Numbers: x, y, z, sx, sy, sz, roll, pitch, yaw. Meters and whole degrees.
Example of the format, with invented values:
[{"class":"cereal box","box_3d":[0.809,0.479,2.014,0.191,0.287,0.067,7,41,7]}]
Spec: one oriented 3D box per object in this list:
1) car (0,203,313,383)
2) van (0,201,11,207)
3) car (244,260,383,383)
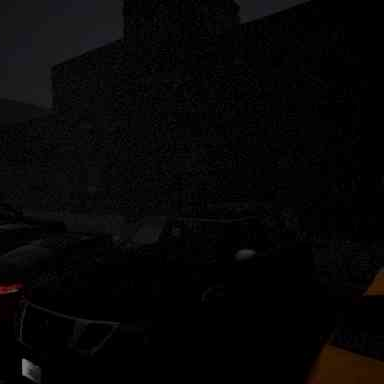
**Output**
[{"class":"car","box_3d":[0.196,1.231,5.179,2.435,2.045,5.566,0,0,35]},{"class":"van","box_3d":[-8.806,1.276,11.488,1.878,1.987,4.442,0,0,35]},{"class":"car","box_3d":[2.685,1.477,3.667,1.946,1.575,5.366,0,0,35]}]
